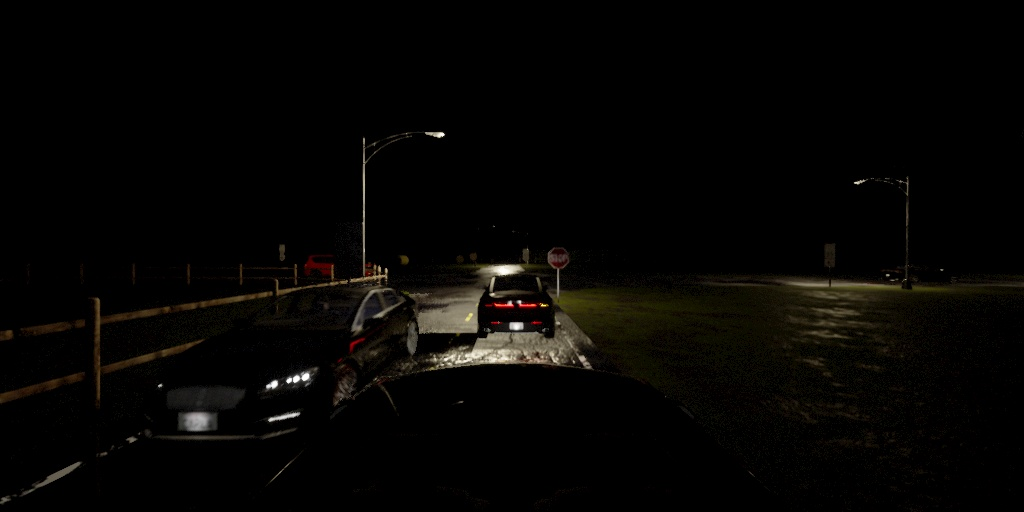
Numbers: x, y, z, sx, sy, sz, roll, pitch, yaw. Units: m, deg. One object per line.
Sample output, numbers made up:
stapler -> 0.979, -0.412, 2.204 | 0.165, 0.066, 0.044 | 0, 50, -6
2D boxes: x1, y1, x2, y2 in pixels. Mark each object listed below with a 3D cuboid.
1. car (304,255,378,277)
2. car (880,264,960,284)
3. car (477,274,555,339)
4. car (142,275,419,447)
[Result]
car -> -13.387, 0.933, 28.342 | 5.566, 2.045, 2.150 | 0, 1, 0
car -> 32.146, 1.383, 28.297 | 5.008, 1.535, 1.882 | 0, 1, 0
car -> 0.091, 1.250, 10.088 | 1.837, 1.490, 4.892 | 0, 0, 0
car -> -2.862, 1.239, 5.708 | 2.128, 1.511, 4.902 | 0, 0, 0
